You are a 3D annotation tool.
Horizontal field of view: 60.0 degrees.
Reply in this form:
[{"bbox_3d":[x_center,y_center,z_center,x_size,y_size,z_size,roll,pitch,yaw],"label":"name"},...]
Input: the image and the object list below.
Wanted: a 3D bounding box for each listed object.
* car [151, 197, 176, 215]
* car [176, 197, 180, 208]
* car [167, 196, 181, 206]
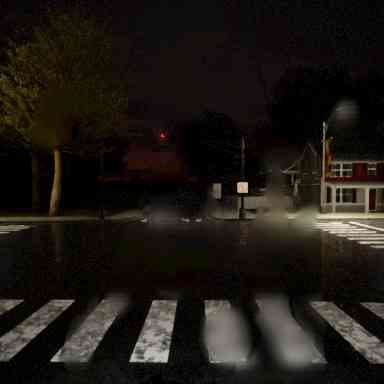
[{"bbox_3d":[-2.973,1.447,33.816,1.882,1.535,5.008,0,0,0],"label":"car"},{"bbox_3d":[-2.933,1.460,44.119,1.837,1.490,4.892,0,0,0],"label":"car"},{"bbox_3d":[-2.889,1.484,54.747,2.033,1.411,5.357,0,0,0],"label":"car"}]
